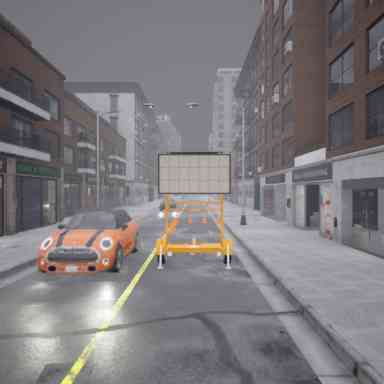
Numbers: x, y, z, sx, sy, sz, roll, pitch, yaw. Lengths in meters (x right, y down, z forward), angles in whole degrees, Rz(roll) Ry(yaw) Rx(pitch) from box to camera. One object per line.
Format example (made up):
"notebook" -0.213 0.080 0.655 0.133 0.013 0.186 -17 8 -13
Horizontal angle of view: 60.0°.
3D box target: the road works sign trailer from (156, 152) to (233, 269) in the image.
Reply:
"road works sign trailer" 0.080 0.462 11.159 2.380 3.560 2.880 0 0 0

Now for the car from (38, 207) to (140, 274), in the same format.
"car" -3.024 1.350 10.640 2.097 1.767 4.553 0 0 0

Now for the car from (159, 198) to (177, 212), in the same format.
"car" -2.718 1.486 38.850 1.837 1.490 4.892 0 0 0
